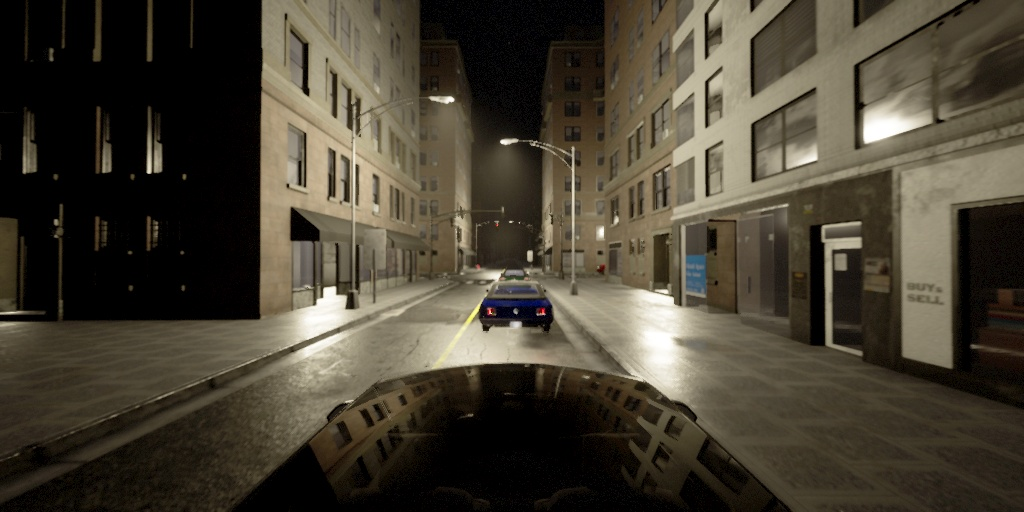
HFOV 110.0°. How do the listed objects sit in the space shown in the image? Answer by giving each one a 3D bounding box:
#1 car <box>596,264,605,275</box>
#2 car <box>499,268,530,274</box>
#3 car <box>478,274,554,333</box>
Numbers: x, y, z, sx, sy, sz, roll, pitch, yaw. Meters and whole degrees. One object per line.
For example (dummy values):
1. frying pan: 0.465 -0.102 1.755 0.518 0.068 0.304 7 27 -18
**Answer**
1. car: 12.357 1.302 41.782 5.009 1.841 2.192 0 0 0
2. car: 0.143 1.421 21.920 1.994 1.385 4.181 0 0 0
3. car: 0.120 1.397 10.955 1.895 1.301 4.718 0 0 0
